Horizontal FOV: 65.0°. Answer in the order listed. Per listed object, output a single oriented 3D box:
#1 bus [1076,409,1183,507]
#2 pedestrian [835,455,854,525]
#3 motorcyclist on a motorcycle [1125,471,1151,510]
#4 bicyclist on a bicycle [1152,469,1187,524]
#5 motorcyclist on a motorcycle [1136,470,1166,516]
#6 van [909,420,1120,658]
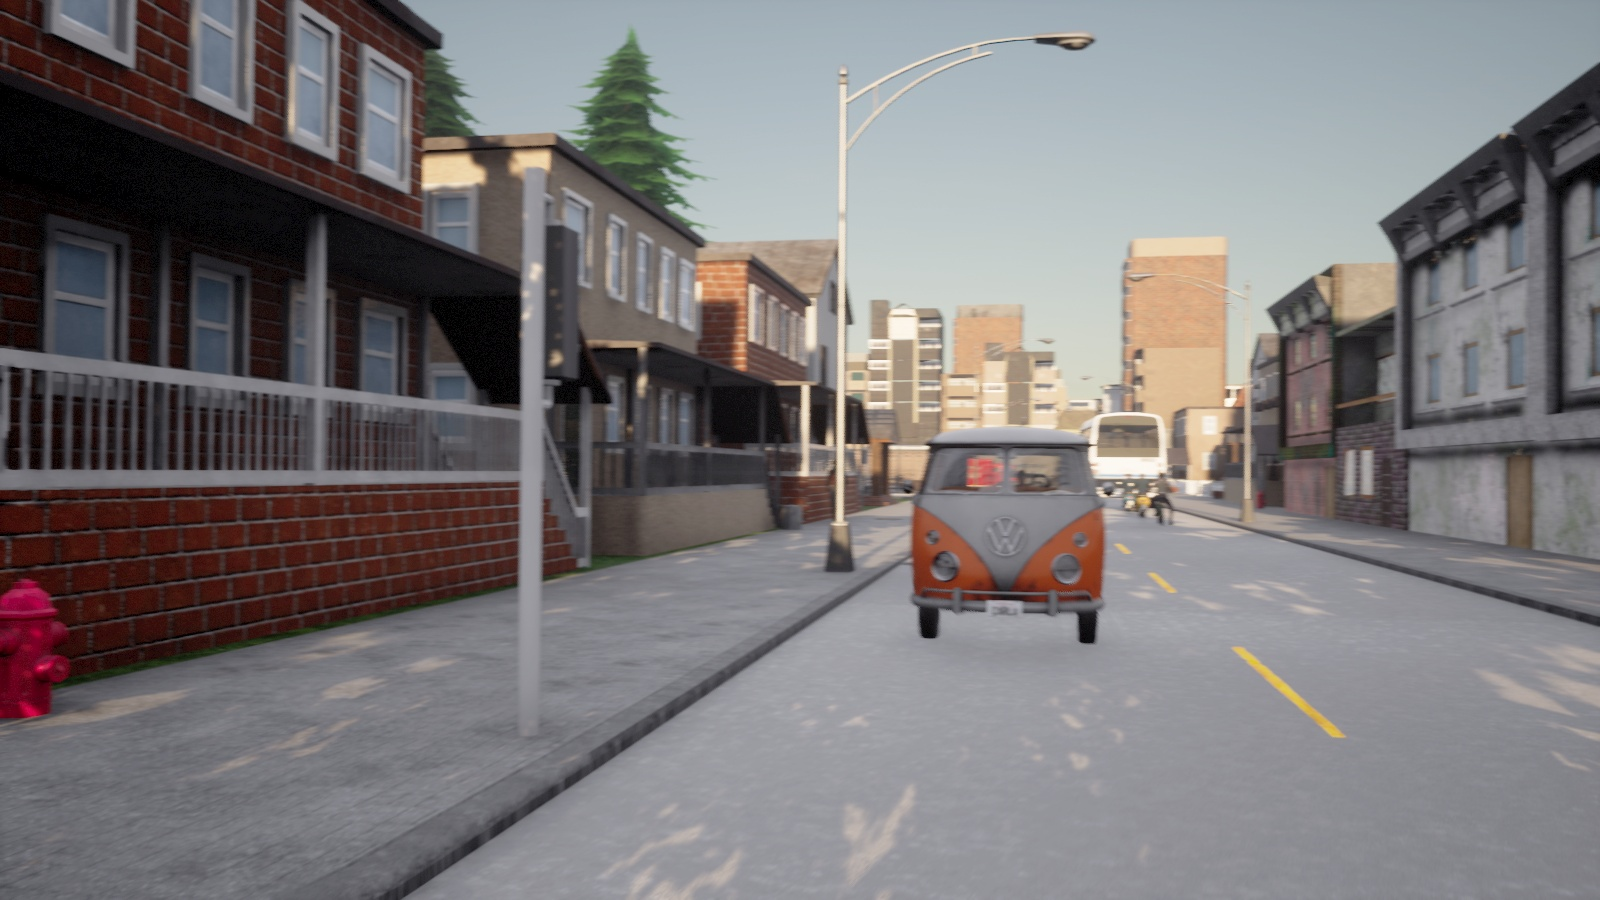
[{"bbox_3d":[15.527,0.453,60.035,3.944,4.253,10.273,0,-1,9],"label":"bus"},{"bbox_3d":[1.251,1.118,35.131,0.402,1.930,0.666,0,-1,13],"label":"pedestrian"},{"bbox_3d":[13.819,1.637,51.397,0.866,1.590,1.817,0,-1,11],"label":"motorcyclist on a motorcycle"},{"bbox_3d":[11.280,1.399,38.377,0.866,1.612,1.509,0,0,11],"label":"bicyclist on a bicycle"},{"bbox_3d":[12.593,1.531,45.117,0.866,1.590,1.817,0,-1,11],"label":"motorcyclist on a motorcycle"},{"bbox_3d":[2.237,0.785,12.883,1.775,1.987,4.442,0,-1,11],"label":"van"}]
